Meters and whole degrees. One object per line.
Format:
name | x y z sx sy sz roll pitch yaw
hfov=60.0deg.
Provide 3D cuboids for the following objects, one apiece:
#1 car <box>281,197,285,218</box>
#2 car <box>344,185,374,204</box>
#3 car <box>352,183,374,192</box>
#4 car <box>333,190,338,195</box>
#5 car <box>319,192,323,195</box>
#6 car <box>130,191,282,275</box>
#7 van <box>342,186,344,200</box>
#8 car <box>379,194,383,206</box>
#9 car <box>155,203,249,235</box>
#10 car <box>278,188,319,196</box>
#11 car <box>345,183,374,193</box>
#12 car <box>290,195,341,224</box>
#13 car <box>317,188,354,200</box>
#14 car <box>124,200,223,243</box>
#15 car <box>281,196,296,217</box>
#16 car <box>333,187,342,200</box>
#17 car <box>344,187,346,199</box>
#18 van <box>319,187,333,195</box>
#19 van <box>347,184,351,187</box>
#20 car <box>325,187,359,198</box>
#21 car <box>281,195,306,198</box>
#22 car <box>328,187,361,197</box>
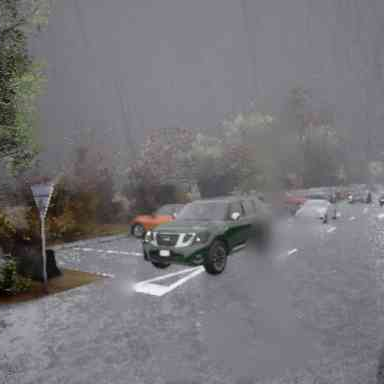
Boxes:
car | 3.683 1.361 23.861 4.892 1.521 2.231 -2 0 34
car | 20.000 0.474 39.555 2.097 1.767 4.553 -2 1 34
car | 41.226 -1.076 80.260 4.553 1.767 2.185 -2 0 34
car | 14.617 0.883 40.347 4.792 1.488 2.163 -2 1 34
car | 9.884 1.139 33.162 5.008 1.535 2.097 -2 0 34
car | 0.825 1.183 10.918 2.150 2.045 5.566 -2 0 34
van | 17.655 0.422 45.090 4.442 1.987 1.878 -2 1 34
car | 20.760 0.748 34.759 1.895 1.301 4.718 -2 1 34
car | 0.496 1.472 19.050 5.008 1.535 2.097 -2 0 34
car | 8.323 0.945 30.790 5.566 2.045 2.435 -2 0 34
car | 37.996 -0.970 75.466 5.566 2.045 2.435 -2 1 34
car | 8.331 1.224 22.146 1.812 1.442 4.674 -2 0 34
car | 22.376 0.334 51.978 5.008 1.535 2.097 -2 1 34
car | -0.981 1.398 16.788 4.553 1.767 2.185 -2 0 34
car | 5.208 1.336 26.087 4.792 1.488 2.163 -2 0 34
car | 16.154 0.626 42.555 4.553 1.767 2.185 -2 1 34
car | 19.321 0.540 47.382 4.892 1.521 2.231 -2 1 34
van | 13.167 0.728 37.908 4.442 1.987 1.878 -2 1 34
van | 20.782 0.212 49.791 4.442 1.987 1.878 -2 1 34
car | 25.506 0.124 56.674 5.008 1.535 2.097 -2 1 34
car | 6.772 1.281 28.438 4.792 1.488 2.163 -2 0 34
car | 27.059 0.020 59.029 5.008 1.535 2.097 -2 1 34
